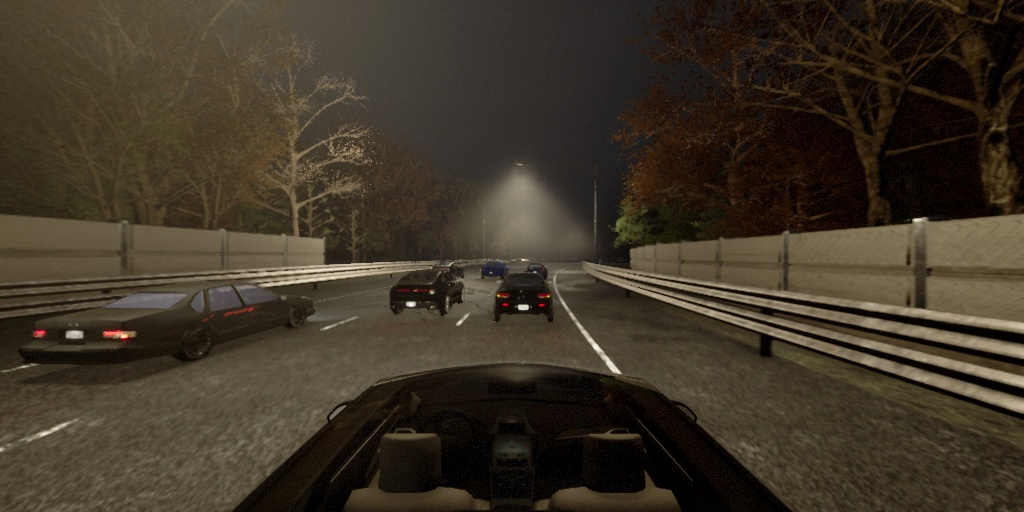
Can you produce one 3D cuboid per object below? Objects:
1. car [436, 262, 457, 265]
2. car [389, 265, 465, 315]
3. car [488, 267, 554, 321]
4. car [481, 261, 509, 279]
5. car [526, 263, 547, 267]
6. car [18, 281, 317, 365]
[{"bbox_3d":[-5.185,1.202,29.545,2.128,1.511,4.902,0,0,6],"label":"car"},{"bbox_3d":[-3.009,1.241,13.520,1.837,1.490,4.892,0,0,3],"label":"car"},{"bbox_3d":[0.421,1.273,12.341,1.812,1.442,4.674,0,0,3],"label":"car"},{"bbox_3d":[-1.414,1.205,31.608,1.882,1.535,5.008,0,0,7],"label":"car"},{"bbox_3d":[2.139,1.309,31.779,1.994,1.385,4.181,0,0,7],"label":"car"},{"bbox_3d":[-6.764,1.277,8.119,2.033,1.411,5.357,0,0,2],"label":"car"}]
